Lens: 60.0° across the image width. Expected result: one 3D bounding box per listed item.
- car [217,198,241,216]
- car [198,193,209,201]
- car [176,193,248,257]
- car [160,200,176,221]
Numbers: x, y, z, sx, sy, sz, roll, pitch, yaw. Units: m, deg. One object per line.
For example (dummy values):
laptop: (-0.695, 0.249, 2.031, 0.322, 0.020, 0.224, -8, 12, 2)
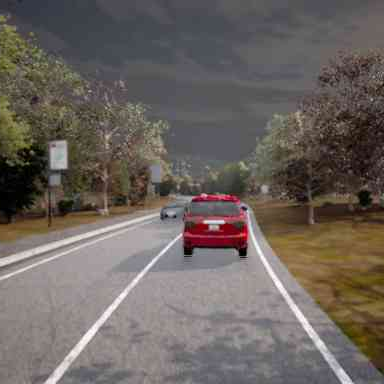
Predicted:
car: (3.601, 1.319, 31.559, 2.033, 1.411, 5.357, 0, 0, 9)
car: (2.276, 1.023, 66.563, 1.812, 1.442, 4.674, 1, 1, -2)
car: (0.961, 1.148, 12.834, 2.150, 2.045, 5.566, 0, 0, 6)
car: (-1.115, 1.345, 25.307, 2.128, 1.511, 4.902, 0, 0, 9)
